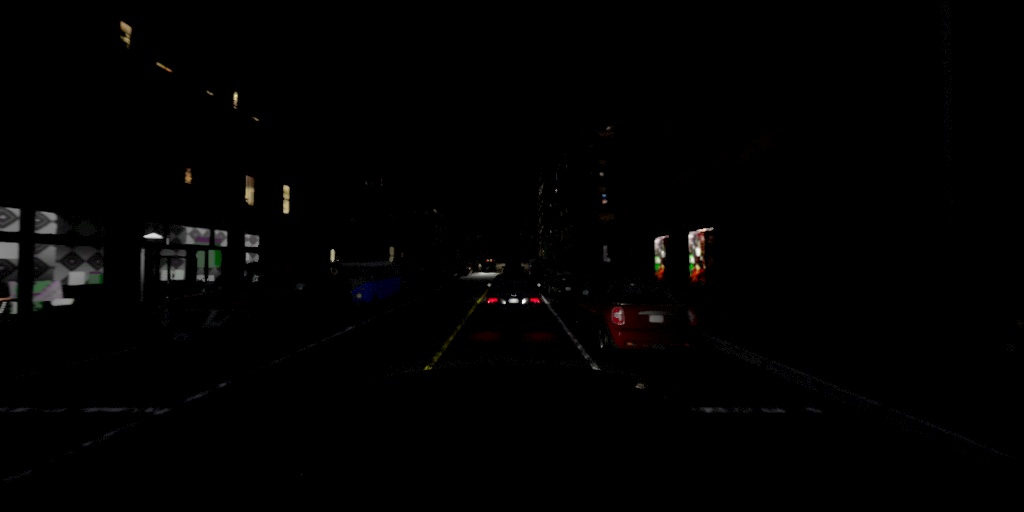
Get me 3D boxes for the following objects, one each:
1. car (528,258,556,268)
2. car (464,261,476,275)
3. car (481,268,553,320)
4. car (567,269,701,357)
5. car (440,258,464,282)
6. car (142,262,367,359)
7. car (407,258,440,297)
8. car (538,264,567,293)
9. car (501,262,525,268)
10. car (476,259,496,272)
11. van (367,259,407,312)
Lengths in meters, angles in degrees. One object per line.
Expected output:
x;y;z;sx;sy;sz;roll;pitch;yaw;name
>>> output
2.706;1.132;30.287;2.192;1.841;5.009;0;0;0;car
-5.669;1.282;41.114;1.967;1.591;4.097;0;0;0;car
0.067;1.324;12.685;2.033;1.411;5.357;0;0;0;car
2.694;1.207;8.659;1.967;1.591;4.097;0;0;0;car
-5.675;1.132;30.299;2.192;1.841;5.009;0;0;0;car
-5.687;1.082;8.671;2.192;1.841;5.009;0;0;0;car
-5.681;1.108;19.485;2.192;1.841;5.009;0;0;0;car
2.700;1.343;19.473;2.007;1.370;4.403;0;0;0;car
0.100;1.328;32.842;1.837;1.490;4.892;0;0;0;car
-3.063;1.348;47.131;2.128;1.511;4.902;0;0;0;car
-5.684;1.121;14.078;1.690;1.789;3.998;0;0;0;van
